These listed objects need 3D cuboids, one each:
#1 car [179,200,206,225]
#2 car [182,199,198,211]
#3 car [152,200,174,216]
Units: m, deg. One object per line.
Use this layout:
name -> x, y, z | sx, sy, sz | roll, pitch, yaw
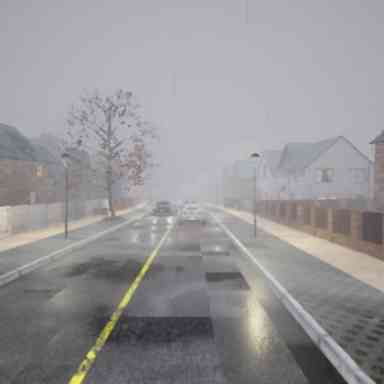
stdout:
car -> 0.024, 1.567, 24.533 | 1.812, 1.442, 4.674 | 0, 0, 1
car -> -0.332, 1.691, 43.826 | 1.994, 1.385, 4.181 | 0, 0, -2
car -> -2.871, 1.587, 33.635 | 1.837, 1.490, 4.892 | 0, -1, 0
